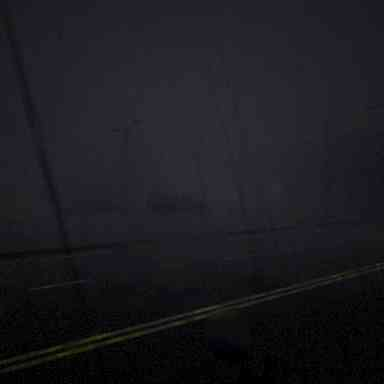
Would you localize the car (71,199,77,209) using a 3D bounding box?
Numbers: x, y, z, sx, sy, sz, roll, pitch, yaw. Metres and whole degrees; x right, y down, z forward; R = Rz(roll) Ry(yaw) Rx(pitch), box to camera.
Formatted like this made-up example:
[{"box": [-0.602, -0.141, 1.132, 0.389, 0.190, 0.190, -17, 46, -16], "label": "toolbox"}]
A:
[{"box": [-15.544, 1.396, 49.850, 3.806, 1.475, 1.970, 0, 0, -35], "label": "car"}]

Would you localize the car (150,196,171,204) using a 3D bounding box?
[{"box": [-5.947, 1.505, 62.212, 1.837, 1.490, 4.892, 0, 0, -33], "label": "car"}]

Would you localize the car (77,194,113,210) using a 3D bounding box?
[{"box": [-13.880, 1.157, 47.481, 3.866, 1.878, 1.905, 0, 0, -35], "label": "car"}]

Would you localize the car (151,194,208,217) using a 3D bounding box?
[{"box": [-0.885, 1.153, 29.091, 4.605, 1.855, 1.932, 0, 0, -35], "label": "car"}]

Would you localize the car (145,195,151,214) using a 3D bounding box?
[{"box": [-2.513, 1.156, 31.485, 3.866, 1.878, 1.905, 0, 0, -35], "label": "car"}]
